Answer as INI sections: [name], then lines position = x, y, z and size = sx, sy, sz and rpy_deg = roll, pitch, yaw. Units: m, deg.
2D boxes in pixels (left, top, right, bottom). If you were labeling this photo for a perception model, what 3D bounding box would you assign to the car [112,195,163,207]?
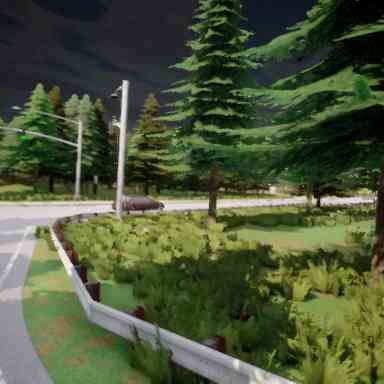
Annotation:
[car]
position = -4.297, 0.971, 26.984
size = 1.812, 1.442, 4.674
rpy_deg = 5, 3, 41
